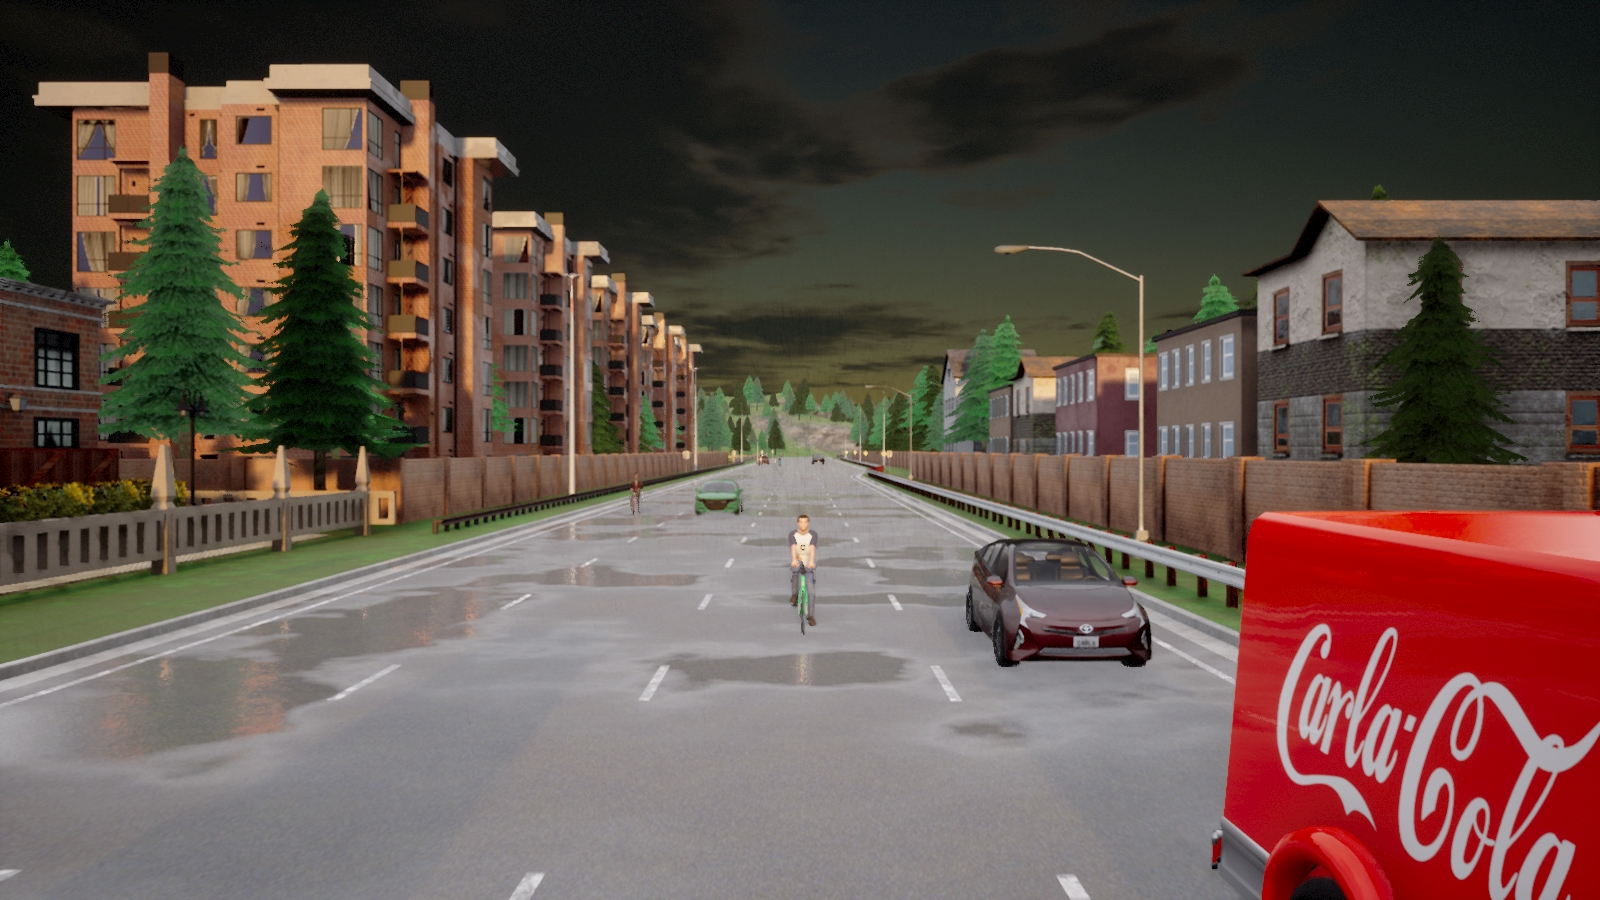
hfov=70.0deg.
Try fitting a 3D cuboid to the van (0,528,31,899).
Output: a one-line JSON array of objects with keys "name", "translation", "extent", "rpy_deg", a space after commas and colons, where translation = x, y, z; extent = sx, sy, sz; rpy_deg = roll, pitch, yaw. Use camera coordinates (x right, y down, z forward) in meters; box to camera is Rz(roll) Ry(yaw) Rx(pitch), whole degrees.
[{"name": "van", "translation": [-3.500, 1.535, 0.765], "extent": [1.988, 2.561, 5.915], "rpy_deg": [0, 0, 0]}]

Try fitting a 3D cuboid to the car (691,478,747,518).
[{"name": "car", "translation": [-3.501, 2.044, 50.021], "extent": [2.097, 1.535, 5.006], "rpy_deg": [0, 0, 0]}]

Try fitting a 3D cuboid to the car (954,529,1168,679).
[{"name": "car", "translation": [3.499, 2.043, 16.225], "extent": [2.007, 1.525, 4.514], "rpy_deg": [0, 0, 0]}]

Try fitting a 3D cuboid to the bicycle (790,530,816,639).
[{"name": "bicycle", "translation": [0.045, 2.060, 17.792], "extent": [0.373, 1.496, 1.643], "rpy_deg": [0, 1, 0]}]

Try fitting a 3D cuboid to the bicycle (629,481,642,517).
[{"name": "bicycle", "translation": [-6.995, 2.069, 48.623], "extent": [0.329, 1.471, 1.835], "rpy_deg": [0, 0, 0]}]

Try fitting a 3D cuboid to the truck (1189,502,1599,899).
[{"name": "truck", "translation": [3.493, 1.558, 3.767], "extent": [2.627, 2.467, 5.204], "rpy_deg": [0, 1, 0]}]
